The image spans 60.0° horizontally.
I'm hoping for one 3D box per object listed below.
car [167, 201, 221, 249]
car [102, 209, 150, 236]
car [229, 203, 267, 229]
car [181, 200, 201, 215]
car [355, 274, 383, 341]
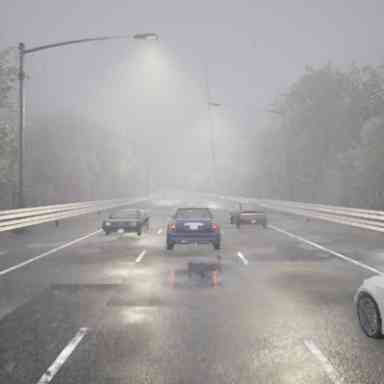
[{"bbox_3d":[0.053,1.345,14.632,2.097,1.767,4.553,0,0,0],"label":"car"},{"bbox_3d":[-3.470,1.589,18.403,1.895,1.301,4.718,0,0,0],"label":"car"},{"bbox_3d":[3.507,1.477,21.430,2.128,1.511,4.902,0,0,0],"label":"car"},{"bbox_3d":[-0.133,1.571,34.431,1.895,1.301,4.718,0,0,-1],"label":"car"},{"bbox_3d":[3.593,1.526,3.554,1.812,1.442,4.674,0,0,0],"label":"car"}]
